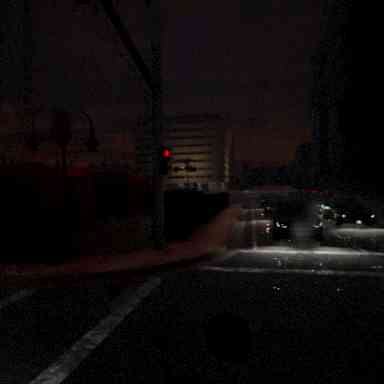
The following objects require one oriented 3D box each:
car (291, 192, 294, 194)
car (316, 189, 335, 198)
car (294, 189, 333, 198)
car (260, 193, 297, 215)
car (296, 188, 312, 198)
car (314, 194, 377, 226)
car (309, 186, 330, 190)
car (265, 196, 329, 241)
[{"bbox_3d":[12.536,0.638,39.802,2.033,1.411,5.357,-1,1,10],"label":"car"},{"bbox_3d":[22.646,0.204,56.618,2.033,1.411,5.357,-1,1,10],"label":"car"},{"bbox_3d":[10.598,0.791,29.311,2.128,1.511,4.902,-1,1,10],"label":"car"},{"bbox_3d":[5.969,0.993,23.396,1.812,1.442,4.674,-1,1,10],"label":"car"},{"bbox_3d":[19.150,0.178,56.953,1.882,1.535,5.008,-1,1,10],"label":"car"},{"bbox_3d":[8.746,1.049,19.109,2.033,1.411,5.357,-1,1,10],"label":"car"},{"bbox_3d":[17.303,0.138,46.030,2.150,2.045,5.566,-1,1,10],"label":"car"},{"bbox_3d":[4.357,1.148,14.494,1.837,1.490,4.892,-1,1,10],"label":"car"}]
